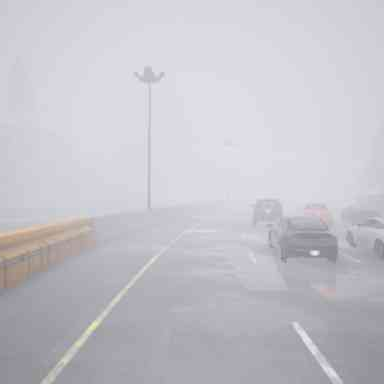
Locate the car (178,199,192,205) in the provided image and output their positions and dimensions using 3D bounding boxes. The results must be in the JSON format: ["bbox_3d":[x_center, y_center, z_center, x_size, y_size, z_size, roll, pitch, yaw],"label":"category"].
[{"bbox_3d":[-0.500,2.275,72.053,1.837,1.490,4.892,0,-1,26],"label":"car"}]

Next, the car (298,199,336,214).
[{"bbox_3d":[9.470,1.632,25.996,2.097,1.767,4.553,0,-1,12],"label":"car"}]

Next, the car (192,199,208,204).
[{"bbox_3d":[2.512,2.296,70.261,2.033,1.411,5.357,0,-1,26],"label":"car"}]

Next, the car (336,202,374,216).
[{"bbox_3d":[13.090,1.761,26.193,1.882,1.535,5.008,0,0,12],"label":"car"}]

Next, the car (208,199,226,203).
[{"bbox_3d":[5.548,2.215,68.502,1.882,1.535,5.008,0,-1,26],"label":"car"}]

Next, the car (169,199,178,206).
[{"bbox_3d":[-3.519,2.347,73.848,1.994,1.385,4.181,0,-1,26],"label":"car"}]

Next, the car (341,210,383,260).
[{"bbox_3d":[7.601,1.665,12.860,1.812,1.442,4.674,0,0,6],"label":"car"}]

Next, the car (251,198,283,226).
[{"bbox_3d":[5.837,1.504,25.797,2.150,2.045,5.566,0,0,11],"label":"car"}]

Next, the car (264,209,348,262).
[{"bbox_3d":[4.065,1.646,12.733,1.837,1.490,4.892,0,0,6],"label":"car"}]
